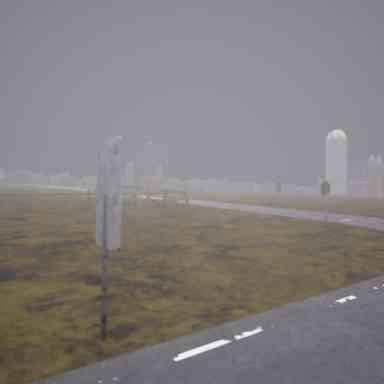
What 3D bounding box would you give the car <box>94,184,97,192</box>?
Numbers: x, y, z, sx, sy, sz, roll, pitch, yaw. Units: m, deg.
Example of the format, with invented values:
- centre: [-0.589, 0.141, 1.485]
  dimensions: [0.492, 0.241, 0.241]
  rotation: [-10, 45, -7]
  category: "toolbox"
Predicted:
- centre: [-14.158, -0.729, 53.175]
  dimensions: [2.128, 1.511, 4.902]
  rotation: [1, 2, -36]
  category: "car"
